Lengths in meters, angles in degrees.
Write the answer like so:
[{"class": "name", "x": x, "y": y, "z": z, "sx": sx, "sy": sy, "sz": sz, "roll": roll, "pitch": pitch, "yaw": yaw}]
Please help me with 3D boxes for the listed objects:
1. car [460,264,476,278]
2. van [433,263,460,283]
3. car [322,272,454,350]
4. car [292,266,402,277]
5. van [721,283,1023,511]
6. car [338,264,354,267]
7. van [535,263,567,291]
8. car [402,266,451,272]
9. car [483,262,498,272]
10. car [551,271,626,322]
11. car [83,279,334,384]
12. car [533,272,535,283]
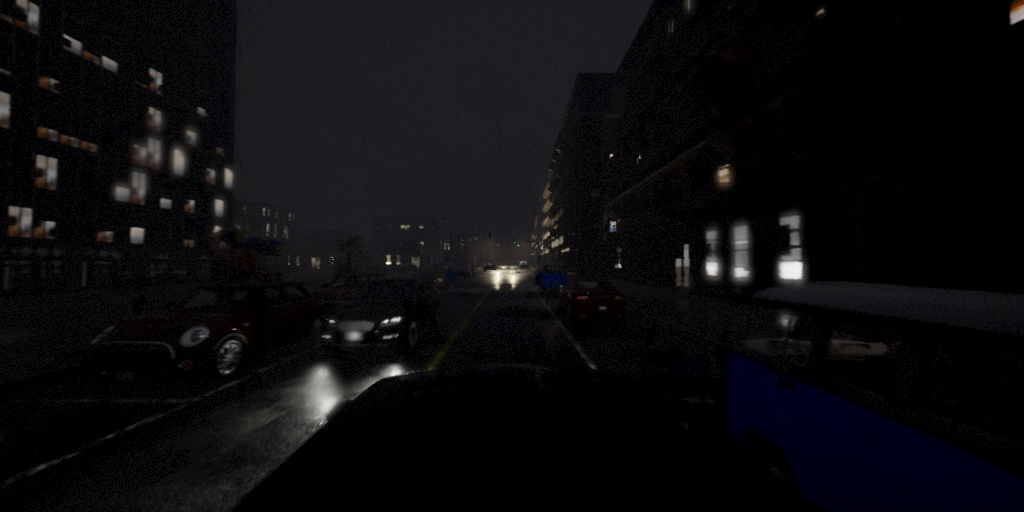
[{"class": "car", "x": -5.644, "y": 1.690, "z": 41.109, "sx": 1.967, "sy": 1.591, "sz": 4.097, "roll": 0, "pitch": 0, "yaw": 0}, {"class": "van", "x": -5.647, "y": 1.452, "z": 29.818, "sx": 1.690, "sy": 1.789, "sz": 3.998, "roll": 0, "pitch": 0, "yaw": 0}, {"class": "car", "x": -3.097, "y": 1.344, "z": 9.499, "sx": 2.128, "sy": 1.511, "sz": 4.902, "roll": 0, "pitch": -1, "yaw": 0}, {"class": "car", "x": -5.652, "y": 1.336, "z": 12.882, "sx": 1.967, "sy": 1.591, "sz": 4.097, "roll": 0, "pitch": 0, "yaw": 0}, {"class": "van", "x": 2.692, "y": 1.089, "z": 1.619, "sx": 1.690, "sy": 1.789, "sz": 3.998, "roll": 0, "pitch": 0, "yaw": 0}, {"class": "car", "x": -26.355, "y": 1.954, "z": 58.519, "sx": 4.097, "sy": 1.591, "sz": 1.967, "roll": 0, "pitch": 0, "yaw": 1}, {"class": "van", "x": 2.699, "y": 1.381, "z": 24.203, "sx": 1.690, "sy": 1.789, "sz": 3.998, "roll": 0, "pitch": 0, "yaw": 0}, {"class": "car", "x": -5.649, "y": 1.586, "z": 24.172, "sx": 1.888, "sy": 1.381, "sz": 4.507, "roll": 0, "pitch": 0, "yaw": 0}, {"class": "car", "x": -2.985, "y": 1.516, "z": 50.280, "sx": 2.033, "sy": 1.411, "sz": 5.357, "roll": 0, "pitch": -1, "yaw": 0}, {"class": "car", "x": 2.696, "y": 1.441, "z": 12.912, "sx": 1.888, "sy": 1.381, "sz": 4.507, "roll": 0, "pitch": 0, "yaw": 0}, {"class": "car", "x": -5.660, "y": 1.263, "z": 7.236, "sx": 1.967, "sy": 1.591, "sz": 4.097, "roll": 0, "pitch": 0, "yaw": 0}, {"class": "car", "x": 2.701, "y": 1.676, "z": 29.849, "sx": 1.948, "sy": 1.339, "sz": 4.313, "roll": 0, "pitch": 0, "yaw": 0}]
